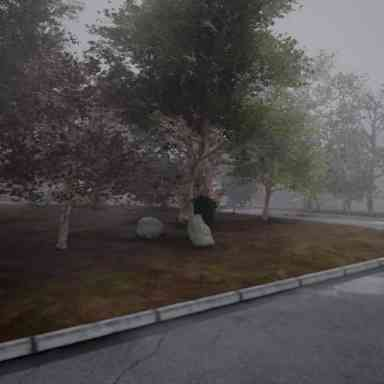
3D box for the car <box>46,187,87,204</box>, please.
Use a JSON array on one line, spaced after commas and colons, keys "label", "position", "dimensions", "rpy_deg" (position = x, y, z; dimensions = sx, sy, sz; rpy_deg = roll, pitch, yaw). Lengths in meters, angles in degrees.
[{"label": "car", "position": [-15.506, 0.443, 40.213], "dimensions": [5.566, 2.045, 2.150], "rpy_deg": [2, -1, -30]}]
